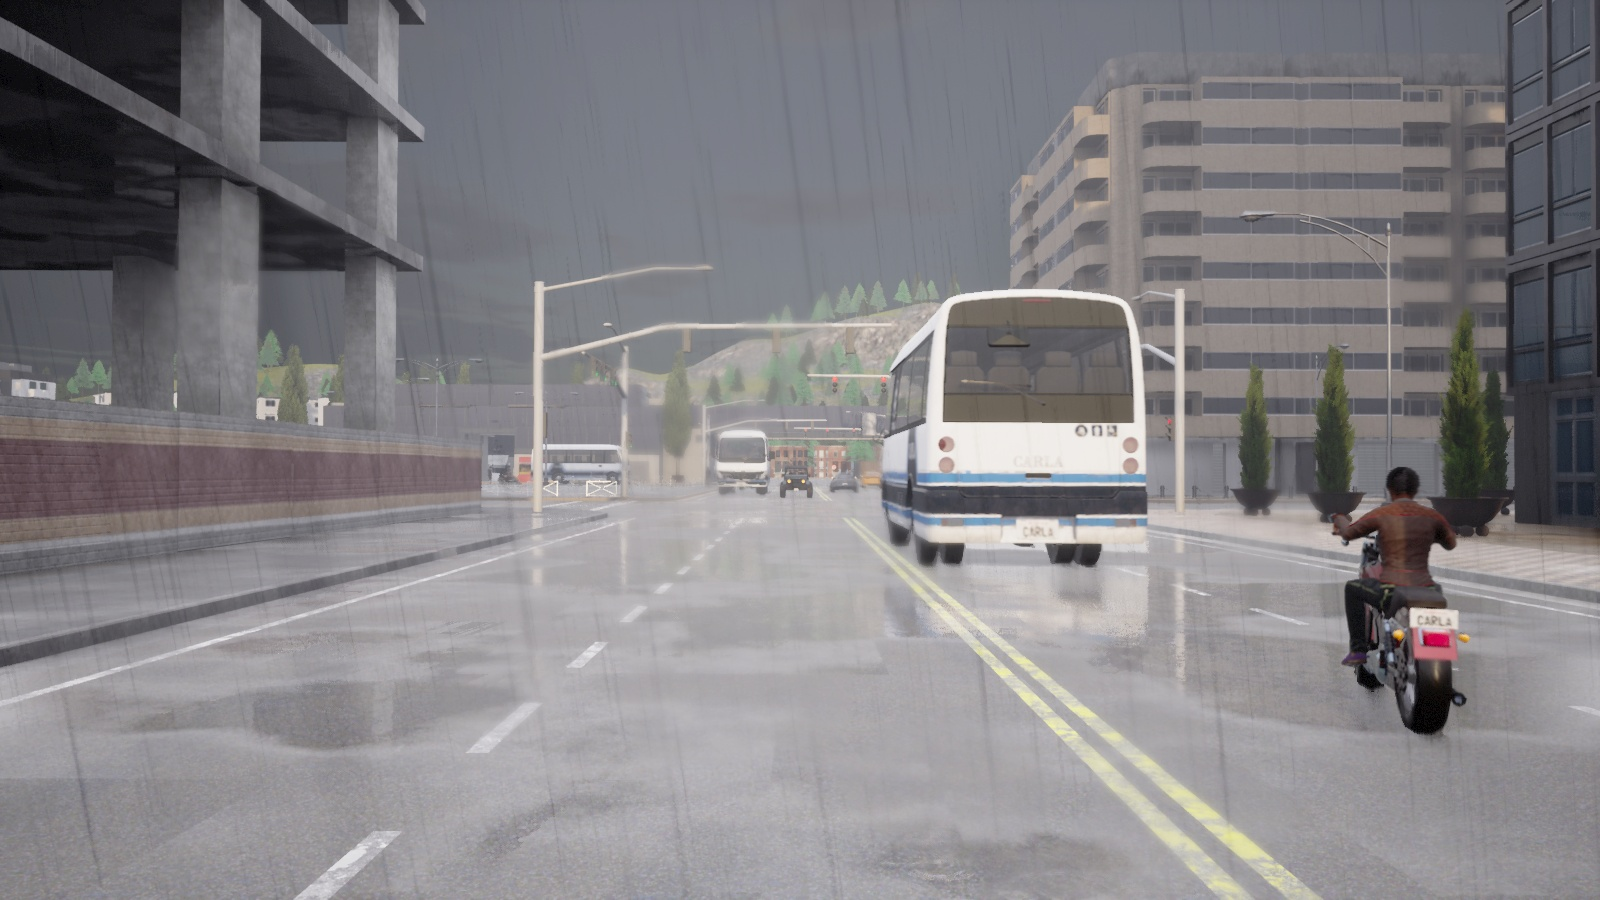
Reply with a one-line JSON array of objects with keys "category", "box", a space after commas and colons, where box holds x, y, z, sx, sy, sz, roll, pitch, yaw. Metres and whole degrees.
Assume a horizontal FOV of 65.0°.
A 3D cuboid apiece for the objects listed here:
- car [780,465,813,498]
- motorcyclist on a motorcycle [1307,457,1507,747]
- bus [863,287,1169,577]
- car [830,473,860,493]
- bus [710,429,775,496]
[{"category": "car", "box": [-0.204, 1.853, 74.108, 1.905, 1.878, 3.866, 0, -1, 0]}, {"category": "motorcyclist on a motorcycle", "box": [3.966, 0.890, 8.410, 0.766, 1.649, 2.350, 0, -1, 15]}, {"category": "bus", "box": [3.429, -0.180, 23.628, 3.944, 4.253, 10.273, 0, -1, 0]}, {"category": "car", "box": [3.249, 2.402, 91.706, 1.994, 1.385, 4.181, 0, -1, 0]}, {"category": "bus", "box": [-3.737, 0.873, 84.753, 3.944, 4.253, 10.273, 0, -1, 0]}]
